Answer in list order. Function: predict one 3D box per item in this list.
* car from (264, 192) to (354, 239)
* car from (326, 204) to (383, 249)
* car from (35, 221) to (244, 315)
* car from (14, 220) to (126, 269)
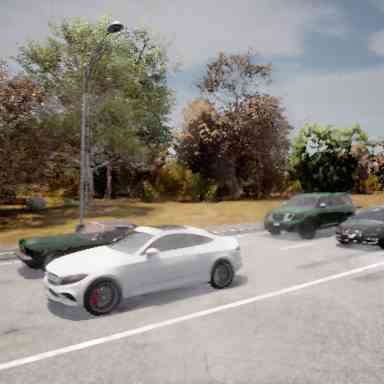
[{"bbox_3d":[6.123,1.075,16.842,5.566,2.045,2.150,-2,1,-35],"label":"car"},{"bbox_3d":[7.942,1.364,13.854,4.892,1.490,1.837,-2,1,-35],"label":"car"},{"bbox_3d":[-0.851,1.522,7.663,4.674,1.442,1.812,0,0,-35],"label":"car"},{"bbox_3d":[-2.904,1.598,10.502,4.718,1.301,1.895,0,0,-35],"label":"car"}]
